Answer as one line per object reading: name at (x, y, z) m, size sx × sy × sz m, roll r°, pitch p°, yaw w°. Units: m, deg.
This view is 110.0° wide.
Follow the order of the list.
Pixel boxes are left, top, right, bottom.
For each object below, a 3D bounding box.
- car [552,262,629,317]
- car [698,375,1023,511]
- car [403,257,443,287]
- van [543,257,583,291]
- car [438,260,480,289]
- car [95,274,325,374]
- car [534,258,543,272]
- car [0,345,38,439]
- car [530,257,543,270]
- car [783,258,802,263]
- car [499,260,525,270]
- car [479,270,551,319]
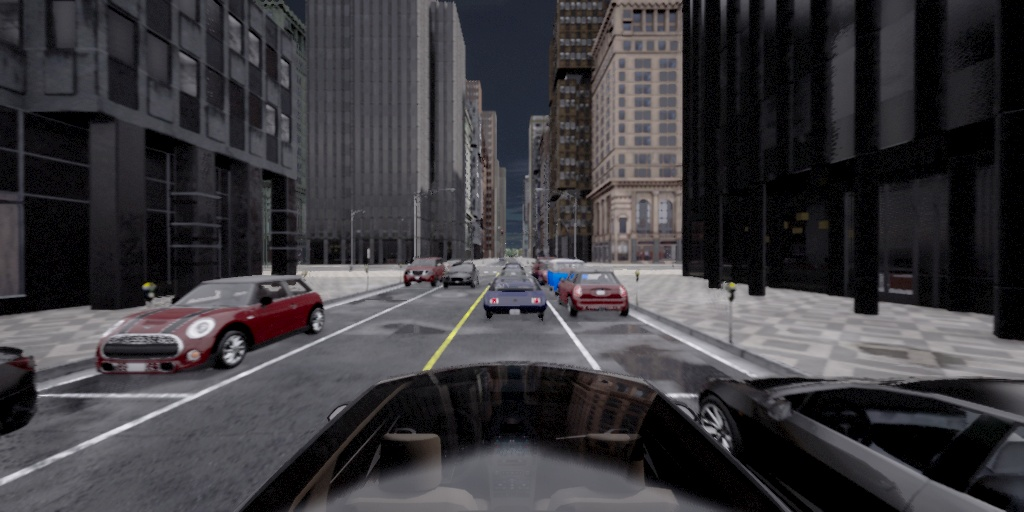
car at (2.767, 1.160, 13.096) m, size 1.967 × 1.591 × 4.097 m, roll 0°, pitch 0°, yaw 0°
car at (2.762, 1.315, 1.892) m, size 1.948 × 1.339 × 4.313 m, roll 0°, pitch 0°, yaw 0°
car at (-5.754, 1.007, 24.301) m, size 2.192 × 1.841 × 5.009 m, roll 0°, pitch 0°, yaw 0°
van at (2.769, 1.047, 18.698) m, size 1.690 × 1.789 × 3.998 m, roll 0°, pitch 0°, yaw 0°
car at (-3.086, 1.202, 22.603) m, size 1.837 × 1.490 × 4.892 m, roll 0°, pitch 0°, yaw 0°
car at (-5.761, 1.175, 7.494) m, size 1.967 × 1.591 × 4.097 m, roll 0°, pitch 0°, yaw 0°
car at (2.771, 1.132, 24.299) m, size 1.967 × 1.591 × 4.097 m, roll 0°, pitch 0°, yaw 0°
car at (-5.763, 1.316, 1.892) m, size 1.948 × 1.339 × 4.313 m, roll 0°, pitch 0°, yaw 0°
car at (2.773, 0.992, 29.901) m, size 2.192 × 1.841 × 5.009 m, roll 0°, pitch 0°, yaw 0°
car at (39.221, 1.039, 47.706) m, size 4.902 × 1.511 × 2.128 m, roll 0°, pitch 0°, yaw 0°
car at (0.100, 1.245, 28.523) m, size 1.994 × 1.385 × 4.181 m, roll 0°, pitch 0°, yaw 0°
car at (0.095, 1.323, 12.573) m, size 1.895 × 1.301 × 4.718 m, roll 0°, pitch 0°, yaw 0°
